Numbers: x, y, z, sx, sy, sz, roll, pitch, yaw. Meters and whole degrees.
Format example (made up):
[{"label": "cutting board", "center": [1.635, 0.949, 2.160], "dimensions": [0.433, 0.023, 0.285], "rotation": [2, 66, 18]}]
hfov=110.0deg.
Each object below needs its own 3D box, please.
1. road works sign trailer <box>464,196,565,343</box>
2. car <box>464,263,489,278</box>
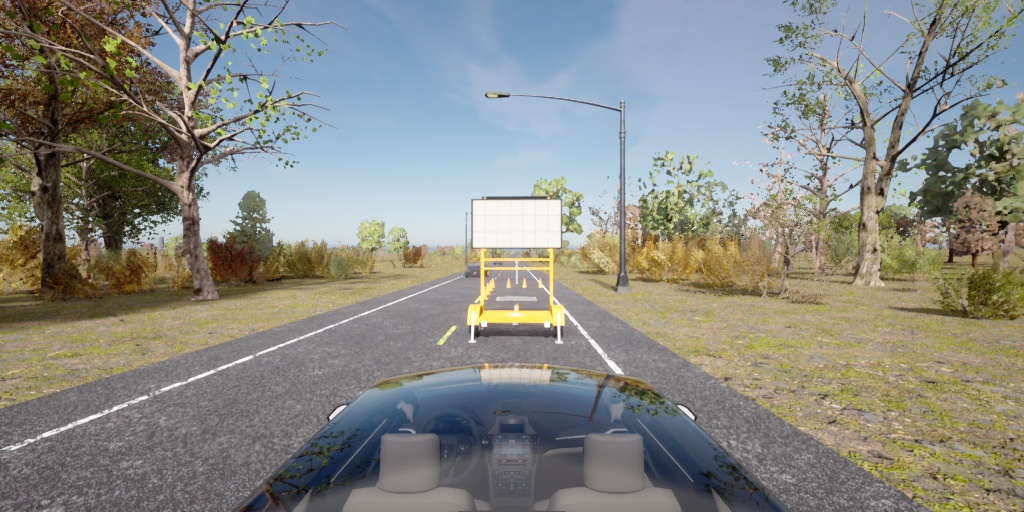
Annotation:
[{"label": "road works sign trailer", "center": [0.130, 0.211, 9.638], "dimensions": [2.380, 3.560, 2.880], "rotation": [0, 0, 2]}, {"label": "car", "center": [-3.234, 1.301, 33.389], "dimensions": [1.994, 1.385, 4.181], "rotation": [0, 0, 0]}]
